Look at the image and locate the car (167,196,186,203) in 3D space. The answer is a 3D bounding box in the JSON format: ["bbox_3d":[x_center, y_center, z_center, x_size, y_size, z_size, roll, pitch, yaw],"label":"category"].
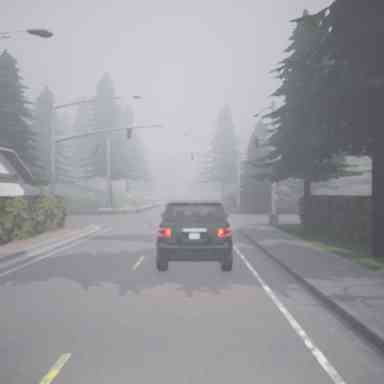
[{"bbox_3d":[-3.570,1.767,76.392,1.882,1.535,5.008,0,0,-35],"label":"car"}]

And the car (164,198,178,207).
[{"bbox_3d":[-3.441,1.775,55.771,1.994,1.385,4.181,0,0,1],"label":"car"}]

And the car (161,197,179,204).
[{"bbox_3d":[-4.766,1.795,71.446,2.128,1.511,4.902,0,0,-24],"label":"car"}]

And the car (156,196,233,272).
[{"bbox_3d":[0.086,1.259,11.175,2.150,2.045,5.566,0,-1,1],"label":"car"}]
